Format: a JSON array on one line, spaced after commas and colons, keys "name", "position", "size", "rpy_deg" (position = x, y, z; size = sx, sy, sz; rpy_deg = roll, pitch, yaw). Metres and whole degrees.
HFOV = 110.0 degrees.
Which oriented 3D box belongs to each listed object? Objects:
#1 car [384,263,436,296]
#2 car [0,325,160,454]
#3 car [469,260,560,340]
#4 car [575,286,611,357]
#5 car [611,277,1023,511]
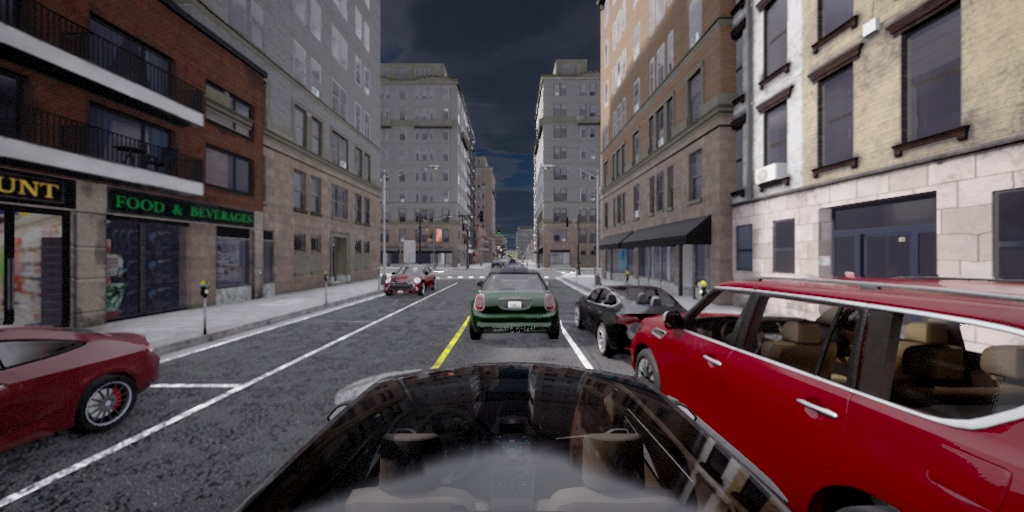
[{"name": "car", "position": [-5.370, 1.204, 19.291], "size": [1.967, 1.591, 4.097], "rpy_deg": [0, 0, 0]}, {"name": "car", "position": [-5.388, 1.332, 2.931], "size": [1.802, 1.307, 4.207], "rpy_deg": [0, 0, 0]}, {"name": "car", "position": [0.040, 1.107, 10.110], "size": [2.097, 1.767, 4.553], "rpy_deg": [0, 0, -1]}, {"name": "car", "position": [2.643, 1.319, 8.372], "size": [1.948, 1.339, 4.313], "rpy_deg": [0, 0, 0]}, {"name": "car", "position": [2.636, 1.065, 2.919], "size": [2.192, 1.841, 5.009], "rpy_deg": [0, 0, 0]}]
